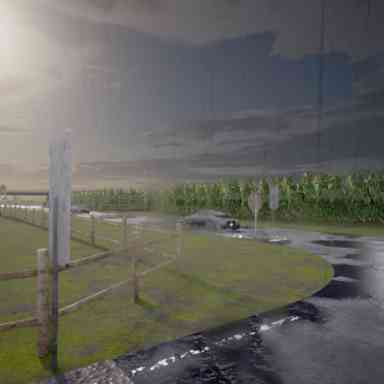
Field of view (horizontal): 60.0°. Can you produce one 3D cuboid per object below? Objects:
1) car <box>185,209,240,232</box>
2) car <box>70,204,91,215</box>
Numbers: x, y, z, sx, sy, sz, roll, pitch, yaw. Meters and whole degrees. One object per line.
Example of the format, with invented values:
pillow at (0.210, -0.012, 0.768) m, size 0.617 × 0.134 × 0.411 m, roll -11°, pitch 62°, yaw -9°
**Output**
car at (1.295, 1.872, 22.282) m, size 1.994 × 1.385 × 4.181 m, roll 1°, pitch -2°, yaw -35°
car at (-15.720, 2.434, 46.533) m, size 1.994 × 1.385 × 4.181 m, roll 1°, pitch -2°, yaw -35°
